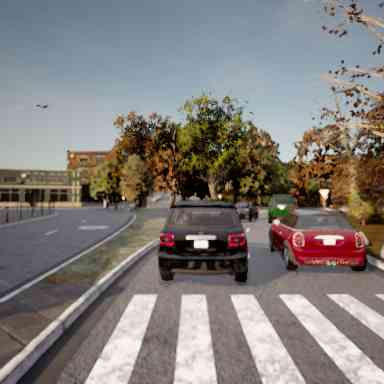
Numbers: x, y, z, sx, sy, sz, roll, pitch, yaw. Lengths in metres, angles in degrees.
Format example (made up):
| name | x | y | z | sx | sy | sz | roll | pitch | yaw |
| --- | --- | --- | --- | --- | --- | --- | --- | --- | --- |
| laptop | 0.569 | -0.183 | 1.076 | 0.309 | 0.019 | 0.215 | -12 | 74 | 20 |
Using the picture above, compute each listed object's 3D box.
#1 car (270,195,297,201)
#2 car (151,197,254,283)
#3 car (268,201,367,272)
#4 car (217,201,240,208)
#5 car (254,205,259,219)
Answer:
| name | x | y | z | sx | sy | sz | roll | pitch | yaw |
| --- | --- | --- | --- | --- | --- | --- | --- | --- | --- |
| car | 7.221 | 1.251 | 25.904 | 2.150 | 2.045 | 5.566 | -1 | -1 | 20 |
| car | 0.420 | 1.217 | 9.870 | 2.150 | 2.045 | 5.566 | 0 | 0 | 5 |
| car | 3.833 | 1.337 | 10.943 | 2.097 | 1.767 | 4.553 | 0 | 0 | 5 |
| car | 8.269 | 2.842 | 75.489 | 4.892 | 1.490 | 1.837 | -1 | -2 | 37 |
| car | 4.285 | 1.556 | 27.176 | 2.128 | 1.511 | 4.902 | -1 | -1 | 20 |
